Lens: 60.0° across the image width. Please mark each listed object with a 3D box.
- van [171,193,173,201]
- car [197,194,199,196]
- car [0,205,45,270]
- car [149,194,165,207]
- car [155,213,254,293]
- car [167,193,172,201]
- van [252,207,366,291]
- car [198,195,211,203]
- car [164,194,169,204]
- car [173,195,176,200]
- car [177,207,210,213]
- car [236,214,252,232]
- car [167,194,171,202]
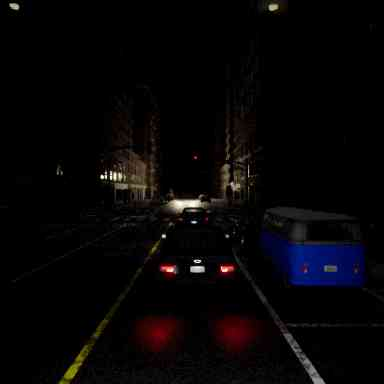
[{"bbox_3d":[-5.670,1.305,74.149,1.690,1.788,3.998,0,0,0],"label":"van"},{"bbox_3d":[2.856,1.515,79.632,2.008,1.369,4.403,0,0,0],"label":"car"},{"bbox_3d":[-5.670,1.313,8.657,2.192,1.841,5.009,0,0,0],"label":"car"},{"bbox_3d":[-5.669,1.493,52.176,1.752,1.417,4.829,0,0,0],"label":"car"},{"bbox_3d":[0.101,1.546,8.968,2.033,1.411,5.357,0,0,0],"label":"car"},{"bbox_3d":[-5.669,1.508,68.699,1.887,1.381,4.507,0,0,0],"label":"car"},{"bbox_3d":[2.855,1.339,8.697,1.690,1.788,3.998,0,0,0],"label":"van"},{"bbox_3d":[2.855,1.403,68.734,1.967,1.590,4.097,0,0,0],"label":"car"},{"bbox_3d":[-5.669,1.516,57.797,2.008,1.369,4.403,0,0,0],"label":"car"},{"bbox_3d":[-5.669,1.516,79.600,2.008,1.369,4.403,0,0,0],"label":"car"},{"bbox_3d":[0.101,1.557,19.287,1.994,1.385,4.181,0,0,0],"label":"car"},{"bbox_3d":[2.856,1.562,14.358,1.947,1.339,4.313,0,0,0],"label":"car"},{"bbox_3d":[-5.669,1.509,63.248,1.887,1.381,4.507,0,0,0],"label":"car"}]
